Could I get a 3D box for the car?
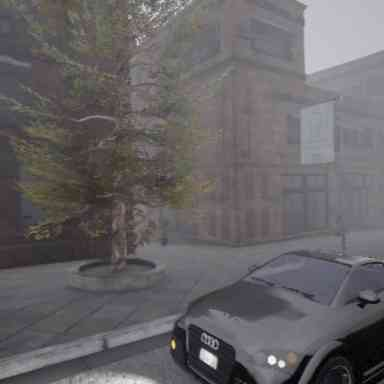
[{"bbox_3d":[1.796,1.562,4.657,4.181,1.385,1.994,0,0,-35],"label":"car"}]
